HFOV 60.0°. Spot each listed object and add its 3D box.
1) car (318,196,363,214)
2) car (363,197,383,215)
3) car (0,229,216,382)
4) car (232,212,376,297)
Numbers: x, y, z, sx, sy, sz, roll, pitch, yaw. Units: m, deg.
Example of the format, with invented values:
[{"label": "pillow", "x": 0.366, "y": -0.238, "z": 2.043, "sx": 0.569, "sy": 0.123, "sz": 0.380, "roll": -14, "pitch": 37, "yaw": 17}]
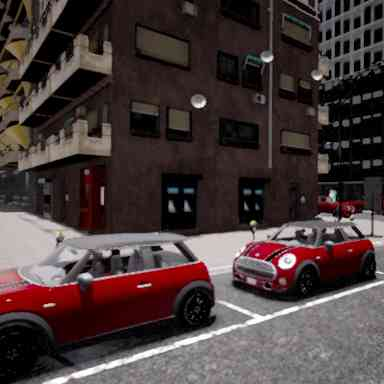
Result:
[{"label": "car", "x": 11.864, "y": 1.265, "z": 29.589, "sx": 2.192, "sy": 1.841, "sz": 5.009, "roll": 2, "pitch": 0, "yaw": -36}, {"label": "car", "x": 18.608, "y": 1.364, "z": 34.561, "sx": 2.192, "sy": 1.841, "sz": 5.009, "roll": 2, "pitch": 0, "yaw": -36}, {"label": "car", "x": -1.649, "y": 1.456, "z": 5.382, "sx": 4.097, "sy": 1.590, "sz": 1.967, "roll": 1, "pitch": 0, "yaw": -35}, {"label": "car", "x": 2.978, "y": 1.510, "z": 8.679, "sx": 4.097, "sy": 1.590, "sz": 1.967, "roll": 1, "pitch": 0, "yaw": -35}]
